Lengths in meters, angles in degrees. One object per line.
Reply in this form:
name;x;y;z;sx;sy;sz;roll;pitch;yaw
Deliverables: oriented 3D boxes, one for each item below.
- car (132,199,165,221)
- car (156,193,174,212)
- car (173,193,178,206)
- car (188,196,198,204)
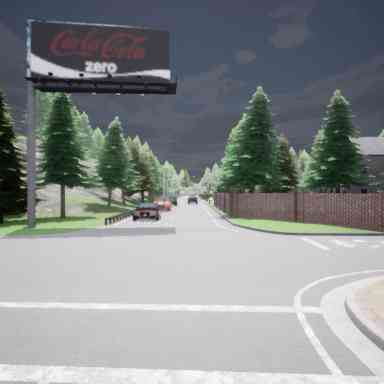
car;-3.553;1.561;26.821;1.994;1.385;4.181;0;0;-1
car;-3.571;1.347;39.268;2.097;1.767;4.553;0;0;0
car;-3.532;1.215;54.251;2.150;2.045;5.566;0;0;0
car;0.144;1.497;64.660;1.837;1.490;4.892;0;0;0
